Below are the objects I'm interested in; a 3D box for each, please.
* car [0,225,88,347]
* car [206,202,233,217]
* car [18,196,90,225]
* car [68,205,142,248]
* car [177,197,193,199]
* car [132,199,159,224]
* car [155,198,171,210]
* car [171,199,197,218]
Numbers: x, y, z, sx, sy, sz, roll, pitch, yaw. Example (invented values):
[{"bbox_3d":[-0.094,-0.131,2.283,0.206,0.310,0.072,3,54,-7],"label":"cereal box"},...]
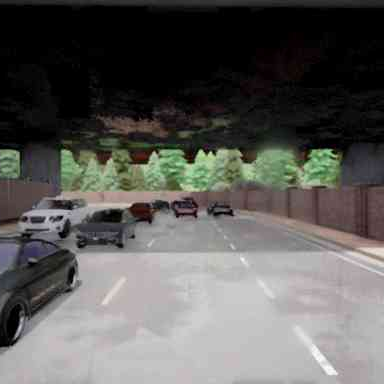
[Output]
[{"bbox_3d":[-3.631,1.582,6.187,1.994,1.385,4.181,0,0,-1],"label":"car"},{"bbox_3d":[2.653,1.621,32.468,1.994,1.385,4.181,0,0,-8],"label":"car"},{"bbox_3d":[-7.193,1.269,18.152,2.150,2.045,5.566,0,0,0],"label":"car"},{"bbox_3d":[-3.687,1.540,15.061,1.837,1.490,4.892,0,0,0],"label":"car"},{"bbox_3d":[-1.207,1.439,44.835,2.097,1.767,4.553,0,0,-27],"label":"car"},{"bbox_3d":[-3.844,1.533,25.520,1.882,1.535,5.008,0,0,-2],"label":"car"},{"bbox_3d":[-4.569,1.597,43.777,1.837,1.490,4.892,0,0,-28],"label":"car"},{"bbox_3d":[-0.655,1.624,31.163,1.994,1.385,4.181,0,0,-6],"label":"car"}]
